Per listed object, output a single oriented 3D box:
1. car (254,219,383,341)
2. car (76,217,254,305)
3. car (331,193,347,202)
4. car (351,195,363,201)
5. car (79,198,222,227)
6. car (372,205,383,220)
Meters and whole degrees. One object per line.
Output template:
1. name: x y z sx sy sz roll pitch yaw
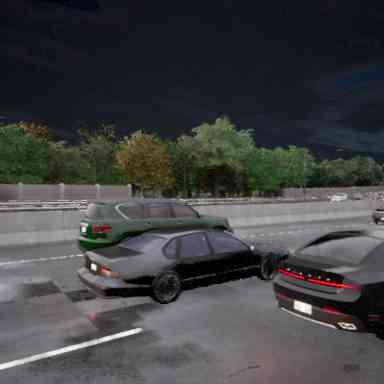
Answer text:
1. car: 3.656 1.504 6.474 4.892 1.490 1.837 0 0 -35
2. car: 0.080 1.546 8.107 5.357 1.411 2.033 0 0 -36
3. car: 31.805 1.291 71.640 2.150 2.045 5.566 1 1 38
4. car: 41.772 1.398 83.986 1.882 1.535 5.008 1 1 39
5. car: -1.074 1.220 11.576 5.566 2.045 2.150 0 0 -35
6. car: 13.999 1.486 22.319 4.902 1.511 2.128 0 0 -35
